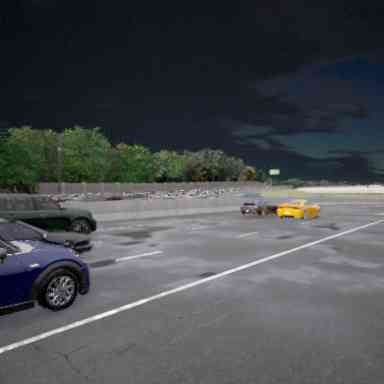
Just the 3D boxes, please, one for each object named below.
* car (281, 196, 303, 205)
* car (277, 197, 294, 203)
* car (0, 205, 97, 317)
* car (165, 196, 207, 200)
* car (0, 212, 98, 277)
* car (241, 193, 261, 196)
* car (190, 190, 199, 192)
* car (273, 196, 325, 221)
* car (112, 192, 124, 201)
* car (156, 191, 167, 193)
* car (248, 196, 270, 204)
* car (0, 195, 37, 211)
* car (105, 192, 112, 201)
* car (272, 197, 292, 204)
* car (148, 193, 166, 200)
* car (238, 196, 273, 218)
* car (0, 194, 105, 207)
[{"bbox_3d":[17.866,1.506,59.448,1.882,1.535,5.008,1,1,40],"label":"car"},{"bbox_3d":[20.808,1.752,73.907,1.994,1.385,4.181,0,-1,40],"label":"car"},{"bbox_3d":[-4.058,1.282,5.610,2.097,1.767,4.553,1,1,40],"label":"car"},{"bbox_3d":[-0.458,1.382,37.476,1.895,1.301,4.718,0,0,40],"label":"car"},{"bbox_3d":[-5.497,1.444,9.202,2.033,1.411,5.357,0,1,40],"label":"car"},{"bbox_3d":[9.623,1.126,54.992,2.150,2.045,5.566,0,-1,40],"label":"car"},{"bbox_3d":[0.345,0.242,80.505,1.812,1.442,4.674,1,2,26],"label":"car"},{"bbox_3d":[8.510,1.344,26.067,1.882,1.535,5.008,1,0,40],"label":"car"},{"bbox_3d":[-12.720,0.793,52.459,2.097,1.767,4.553,1,1,24],"label":"car"},{"bbox_3d":[-6.359,0.610,66.623,1.882,1.535,5.008,1,2,25],"label":"car"},{"bbox_3d":[12.961,1.484,64.456,2.128,1.511,4.902,0,0,40],"label":"car"},{"bbox_3d":[-19.938,1.135,36.709,1.882,1.535,5.008,1,1,27],"label":"car"},{"bbox_3d":[-11.328,1.067,35.353,2.097,1.767,4.553,1,0,40],"label":"car"},{"bbox_3d":[17.437,1.658,64.368,1.895,1.301,4.718,0,-1,40],"label":"car"},{"bbox_3d":[-3.910,1.246,38.797,2.128,1.511,4.902,0,0,40],"label":"car"},{"bbox_3d":[6.018,1.336,28.543,2.128,1.511,4.902,0,0,40],"label":"car"},{"bbox_3d":[-6.594,1.082,13.355,2.150,2.045,5.566,0,1,40],"label":"car"}]
